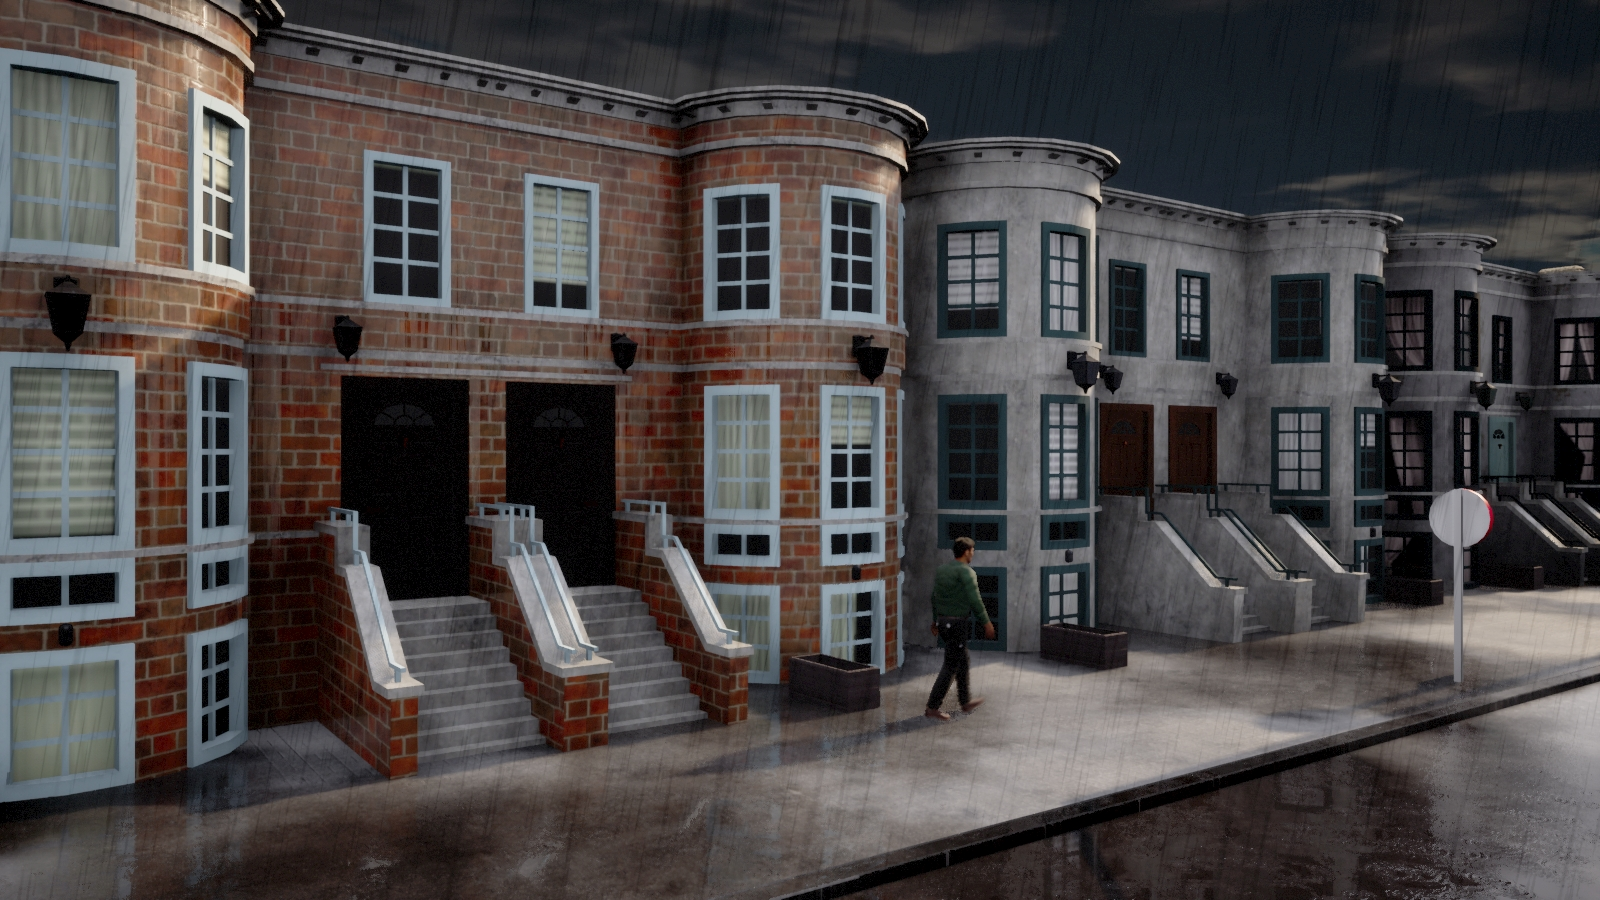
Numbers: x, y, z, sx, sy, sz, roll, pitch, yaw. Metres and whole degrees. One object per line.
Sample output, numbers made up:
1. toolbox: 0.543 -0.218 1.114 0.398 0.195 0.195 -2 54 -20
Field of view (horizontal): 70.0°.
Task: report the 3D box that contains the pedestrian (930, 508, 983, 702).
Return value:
1. pedestrian: 1.561 1.524 11.400 0.375 1.860 0.375 0 0 -27
